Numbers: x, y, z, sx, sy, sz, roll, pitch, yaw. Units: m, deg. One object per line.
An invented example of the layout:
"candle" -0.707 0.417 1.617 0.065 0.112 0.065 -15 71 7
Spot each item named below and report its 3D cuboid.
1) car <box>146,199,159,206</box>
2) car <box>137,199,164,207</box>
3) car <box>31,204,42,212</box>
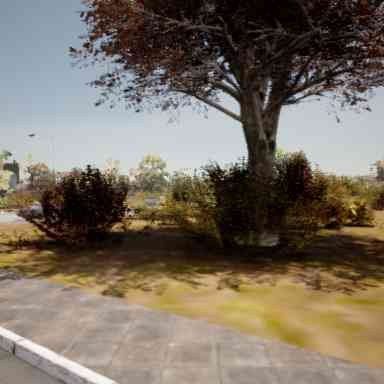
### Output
"car" -5.492 2.007 58.577 1.895 1.301 4.718 -1 0 34
"car" -7.598 1.988 61.721 2.033 1.411 5.357 -1 0 34
"car" -14.119 1.864 32.558 2.033 1.411 5.357 -1 0 33
